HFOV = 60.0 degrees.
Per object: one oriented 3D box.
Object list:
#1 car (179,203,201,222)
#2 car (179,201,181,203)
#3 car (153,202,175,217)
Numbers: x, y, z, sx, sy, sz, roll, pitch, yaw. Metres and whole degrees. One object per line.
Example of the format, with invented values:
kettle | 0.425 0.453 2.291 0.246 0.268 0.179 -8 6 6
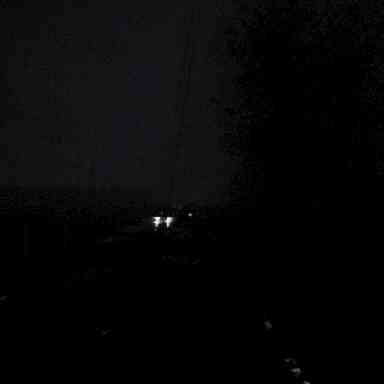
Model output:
car | -0.177 1.974 30.668 1.994 1.385 4.181 0 -1 -1
car | -0.289 2.105 41.770 2.033 1.411 5.357 0 -1 -1
car | -3.190 2.058 36.895 1.994 1.385 4.181 0 -1 -1
